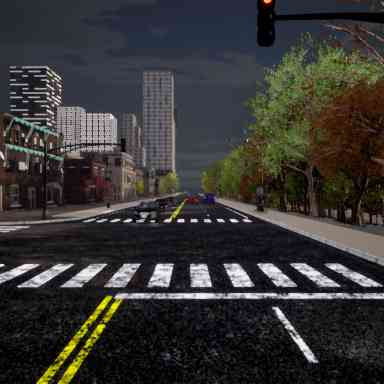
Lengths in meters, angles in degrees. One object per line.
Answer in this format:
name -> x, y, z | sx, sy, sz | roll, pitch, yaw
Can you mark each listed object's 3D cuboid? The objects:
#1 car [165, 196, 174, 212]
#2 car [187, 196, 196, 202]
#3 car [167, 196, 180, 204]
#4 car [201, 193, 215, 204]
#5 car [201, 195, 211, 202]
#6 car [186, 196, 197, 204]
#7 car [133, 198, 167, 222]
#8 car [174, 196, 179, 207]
car -> -3.436, 1.490, 38.435 | 1.837, 1.490, 4.892 | 0, 0, 0
car -> -0.172, 1.523, 74.151 | 1.994, 1.385, 4.181 | 0, 0, 0
car -> -3.448, 1.468, 62.936 | 2.128, 1.511, 4.902 | 0, 0, 1
car -> 3.200, 1.197, 63.818 | 2.150, 2.045, 5.566 | 0, 0, 0
car -> 3.072, 1.447, 74.393 | 1.882, 1.535, 5.008 | 0, 0, 0
car -> -0.043, 1.539, 64.199 | 1.994, 1.385, 4.181 | 0, 0, -1
car -> -3.411, 1.485, 26.066 | 2.128, 1.511, 4.902 | 0, 0, 0
car -> -3.458, 1.488, 51.212 | 1.837, 1.490, 4.892 | 0, -1, 0
